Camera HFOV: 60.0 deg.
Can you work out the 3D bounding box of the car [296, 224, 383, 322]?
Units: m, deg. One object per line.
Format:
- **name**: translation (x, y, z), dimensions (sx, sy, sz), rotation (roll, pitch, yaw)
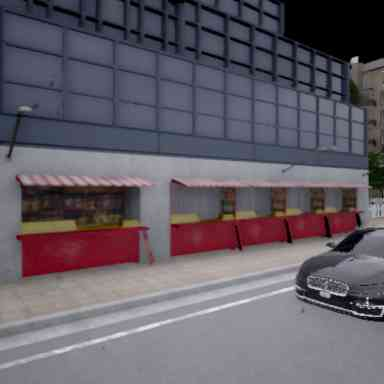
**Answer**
- **car**: translation (4.204, 1.474, 6.946), dimensions (4.892, 1.490, 1.837), rotation (0, 0, -35)
